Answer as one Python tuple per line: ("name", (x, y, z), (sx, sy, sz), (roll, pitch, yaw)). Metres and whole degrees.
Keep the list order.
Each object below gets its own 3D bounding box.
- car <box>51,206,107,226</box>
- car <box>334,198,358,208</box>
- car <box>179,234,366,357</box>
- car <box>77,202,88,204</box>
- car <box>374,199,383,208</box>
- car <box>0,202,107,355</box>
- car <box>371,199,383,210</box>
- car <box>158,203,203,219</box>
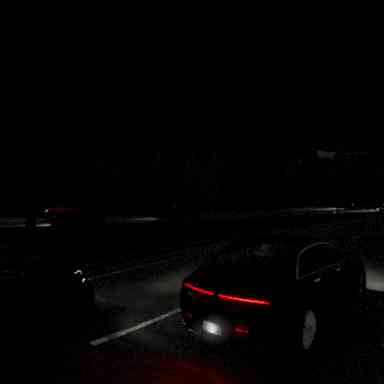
("car", (-9.087, 1.917, 26.988), (4.181, 1.385, 1.994), (0, -1, -18))
("car", (24.839, 1.807, 53.785), (4.902, 1.511, 2.128), (0, -1, -36))
("car", (1.821, 1.556, 6.263), (1.837, 1.490, 4.892), (0, 0, 40))
("car", (-12.372, 1.797, 33.271), (4.553, 1.767, 2.097), (0, -1, -17))
("car", (32.001, 1.836, 54.656), (4.181, 1.385, 1.994), (0, -1, -36))
("car", (-4.269, 1.311, 4.558), (5.566, 2.045, 2.150), (0, 1, -36))
("car", (27.265, 1.826, 46.911), (4.718, 1.301, 1.895), (0, -1, -36))
("car", (-1.139, 1.874, 33.670), (4.674, 1.442, 1.812), (0, -1, -24))
